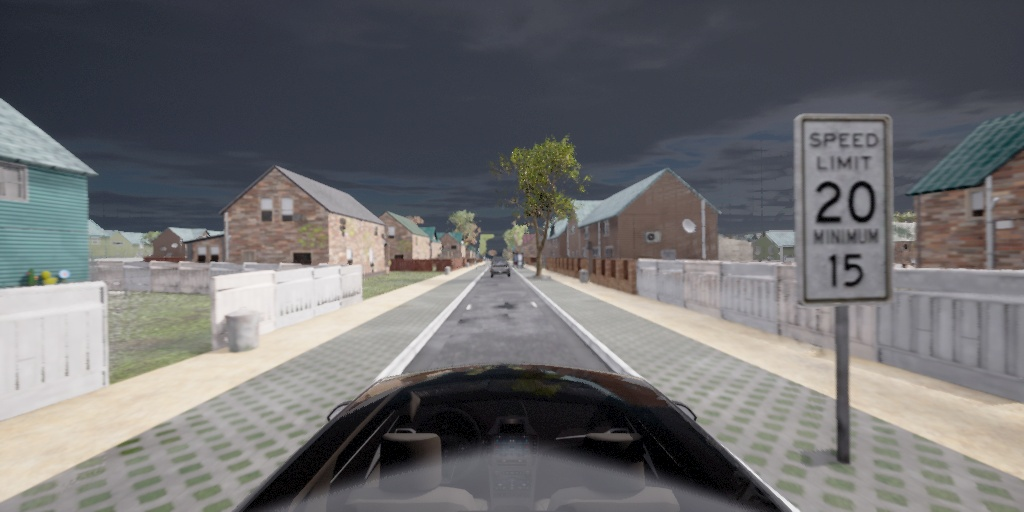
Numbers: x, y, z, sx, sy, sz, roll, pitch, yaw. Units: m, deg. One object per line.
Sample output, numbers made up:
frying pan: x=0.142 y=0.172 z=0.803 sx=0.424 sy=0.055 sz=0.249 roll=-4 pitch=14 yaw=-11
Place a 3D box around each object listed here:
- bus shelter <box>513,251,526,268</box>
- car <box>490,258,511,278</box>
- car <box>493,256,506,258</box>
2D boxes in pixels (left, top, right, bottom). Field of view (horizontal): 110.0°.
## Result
bus shelter: x=1.111 y=0.595 z=55.493 sx=1.920 sy=2.740 sz=3.880 roll=0 pitch=0 yaw=-2
car: x=-1.106 y=1.239 z=34.576 sx=2.128 sy=1.511 sz=4.902 roll=-1 pitch=0 yaw=-2
car: x=-1.555 y=0.985 z=45.636 sx=2.150 sy=2.045 sz=5.566 roll=-1 pitch=0 yaw=-2
